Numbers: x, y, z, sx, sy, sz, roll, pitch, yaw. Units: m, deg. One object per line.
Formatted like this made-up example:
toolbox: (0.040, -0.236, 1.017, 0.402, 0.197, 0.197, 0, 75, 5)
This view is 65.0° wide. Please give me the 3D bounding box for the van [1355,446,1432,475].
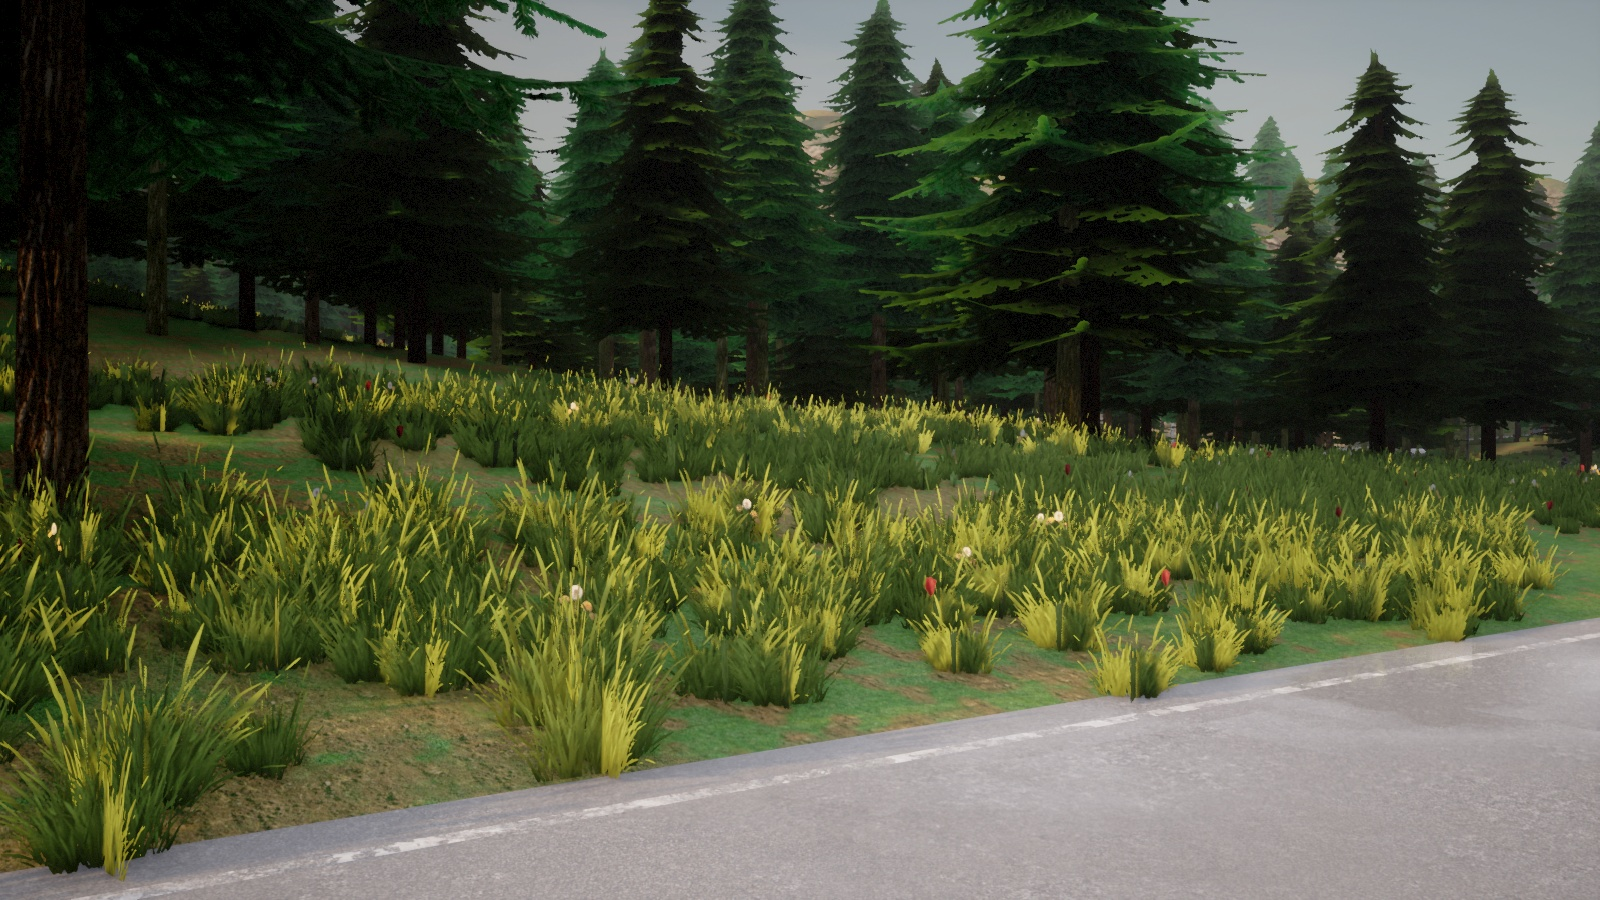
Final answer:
van: (41.882, 0.736, 88.678, 2.069, 2.038, 4.480, 0, 0, -35)
